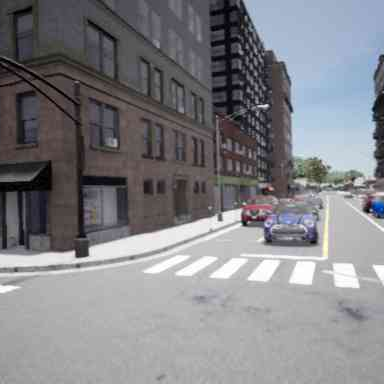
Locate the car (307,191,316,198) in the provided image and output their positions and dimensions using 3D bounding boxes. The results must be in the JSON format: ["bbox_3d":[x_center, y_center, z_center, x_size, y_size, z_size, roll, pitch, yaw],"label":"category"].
[{"bbox_3d":[31.909,0.609,88.727,1.967,1.590,4.097,-2,0,22],"label":"car"}]

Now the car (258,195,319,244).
[{"bbox_3d":[4.571,1.236,15.240,2.097,1.767,4.553,-2,0,20],"label":"car"}]

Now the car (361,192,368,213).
[{"bbox_3d":[16.402,0.870,29.652,2.192,1.841,5.009,-2,0,22],"label":"car"}]

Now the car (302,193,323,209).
[{"bbox_3d":[13.855,1.203,37.953,1.994,1.385,4.181,-2,0,23],"label":"car"}]

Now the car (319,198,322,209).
[{"bbox_3d":[8.489,1.287,24.918,1.837,1.490,4.892,-2,0,22],"label":"car"}]

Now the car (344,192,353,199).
[{"bbox_3d":[33.147,0.637,70.558,1.752,1.417,4.829,-2,0,22],"label":"car"}]

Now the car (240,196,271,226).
[{"bbox_3d":[4.729,1.203,22.544,2.192,1.841,5.009,-2,0,22],"label":"car"}]

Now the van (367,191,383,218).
[{"bbox_3d":[14.318,0.951,24.558,1.690,1.788,3.998,-2,0,22],"label":"van"}]

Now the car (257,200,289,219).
[{"bbox_3d":[6.827,1.398,27.634,1.947,1.339,4.313,-2,0,22],"label":"car"}]

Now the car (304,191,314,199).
[{"bbox_3d":[27.728,0.719,78.545,1.967,1.590,4.097,-2,0,22],"label":"car"}]

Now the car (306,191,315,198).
[{"bbox_3d":[29.818,0.664,83.636,1.967,1.590,4.097,-2,0,22],"label":"car"}]
